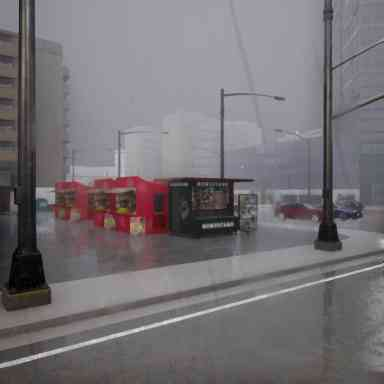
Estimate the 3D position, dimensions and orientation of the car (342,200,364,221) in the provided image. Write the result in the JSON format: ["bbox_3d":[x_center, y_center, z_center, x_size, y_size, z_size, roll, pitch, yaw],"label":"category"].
[{"bbox_3d":[12.238,1.672,28.434,1.994,1.385,4.181,0,-1,-35],"label":"car"}]

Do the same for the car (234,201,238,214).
[{"bbox_3d":[4.805,1.740,38.687,1.882,1.535,5.008,0,-1,-36],"label":"car"}]

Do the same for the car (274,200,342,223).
[{"bbox_3d":[9.011,1.589,26.889,1.882,1.535,5.008,0,-1,-38],"label":"car"}]
